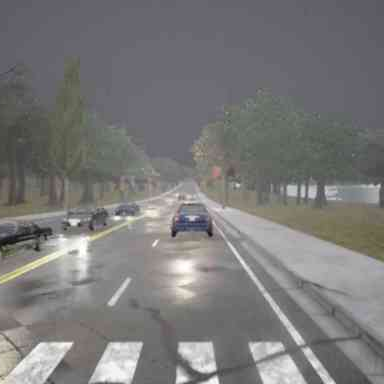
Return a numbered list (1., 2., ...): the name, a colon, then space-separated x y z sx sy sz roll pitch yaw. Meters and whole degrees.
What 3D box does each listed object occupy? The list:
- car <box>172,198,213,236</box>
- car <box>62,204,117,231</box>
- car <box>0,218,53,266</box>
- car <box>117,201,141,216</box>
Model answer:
1. car: 0.011 1.391 18.801 2.097 1.767 4.553 0 0 0
2. car: -6.537 1.530 20.924 2.128 1.511 4.902 0 0 1
3. car: -6.544 1.600 11.205 1.895 1.301 4.718 0 0 0
4. car: -6.508 1.683 34.503 2.033 1.411 5.357 0 -1 0
